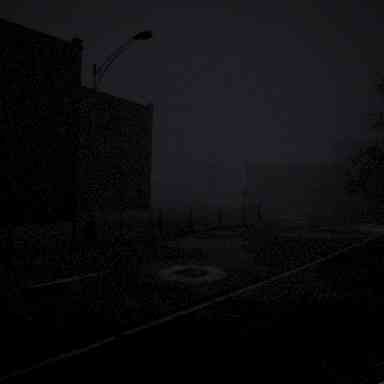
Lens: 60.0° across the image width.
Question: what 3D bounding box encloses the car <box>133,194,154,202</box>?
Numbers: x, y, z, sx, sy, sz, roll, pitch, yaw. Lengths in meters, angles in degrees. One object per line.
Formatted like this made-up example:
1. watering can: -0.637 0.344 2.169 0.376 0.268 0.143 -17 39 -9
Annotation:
1. car: -11.229 1.403 77.775 2.185 1.767 4.553 2 0 36

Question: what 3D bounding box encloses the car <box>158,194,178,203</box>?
1. car: -4.496 1.593 72.850 2.185 1.767 4.553 1 -1 36

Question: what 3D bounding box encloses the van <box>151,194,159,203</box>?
1. van: -6.927 1.429 74.448 1.878 1.987 4.442 2 0 36

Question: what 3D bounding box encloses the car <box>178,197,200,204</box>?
1. car: -0.150 1.850 69.592 2.163 1.488 4.792 1 -1 36
